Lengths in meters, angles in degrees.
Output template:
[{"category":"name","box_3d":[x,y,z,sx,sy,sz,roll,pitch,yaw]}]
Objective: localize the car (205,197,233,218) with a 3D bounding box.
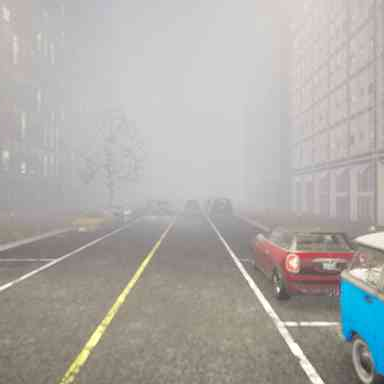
[{"category":"car","box_3d":[2.671,1.449,31.191,2.192,1.841,5.009,0,0,0]}]

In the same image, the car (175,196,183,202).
[{"category":"car","box_3d":[-3.057,1.609,77.567,2.033,1.411,5.357,0,0,0]}]

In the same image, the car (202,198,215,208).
[{"category":"car","box_3d":[2.654,1.747,54.128,1.752,1.417,4.829,0,0,0]}]

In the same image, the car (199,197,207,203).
[{"category":"car","box_3d":[2.633,1.882,82.419,1.947,1.339,4.313,0,0,0]}]

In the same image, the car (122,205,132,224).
[{"category":"car","box_3d":[-5.706,1.661,25.504,2.008,1.369,4.403,0,0,0]}]

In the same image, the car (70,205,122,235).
[{"category":"car","box_3d":[-5.702,1.612,19.640,1.752,1.417,4.829,0,0,0]}]

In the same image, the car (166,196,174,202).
[{"category":"car","box_3d":[-5.752,1.878,88.118,1.887,1.381,4.507,0,0,0]}]

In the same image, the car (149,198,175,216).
[{"category":"car","box_3d":[-3.122,1.676,35.414,1.812,1.442,4.674,0,0,0]}]

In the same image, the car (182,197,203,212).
[{"category":"car","box_3d":[0.070,1.651,41.165,1.882,1.535,5.008,0,0,0]}]

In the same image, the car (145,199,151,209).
[{"category":"car","box_3d":[-5.723,1.750,48.273,2.008,1.369,4.403,0,0,0]}]

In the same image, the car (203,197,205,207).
[{"category":"car","box_3d":[2.663,1.494,42.576,2.192,1.841,5.009,0,0,0]}]

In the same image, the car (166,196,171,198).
[{"category":"car","box_3d":[-5.735,1.841,65.348,1.802,1.307,4.206,0,0,0]}]

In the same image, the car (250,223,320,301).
[{"category":"car","box_3d":[2.687,1.479,8.422,1.967,1.590,4.097,0,0,0]}]

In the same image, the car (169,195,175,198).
[{"category":"car","box_3d":[-5.744,1.848,76.734,2.008,1.369,4.403,0,0,0]}]

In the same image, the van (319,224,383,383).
[{"category":"van","box_3d":[2.691,1.355,2.732,1.690,1.788,3.998,0,0,0]}]

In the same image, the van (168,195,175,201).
[{"category":"van","box_3d":[-5.755,1.692,93.812,1.690,1.788,3.998,0,0,0]}]
